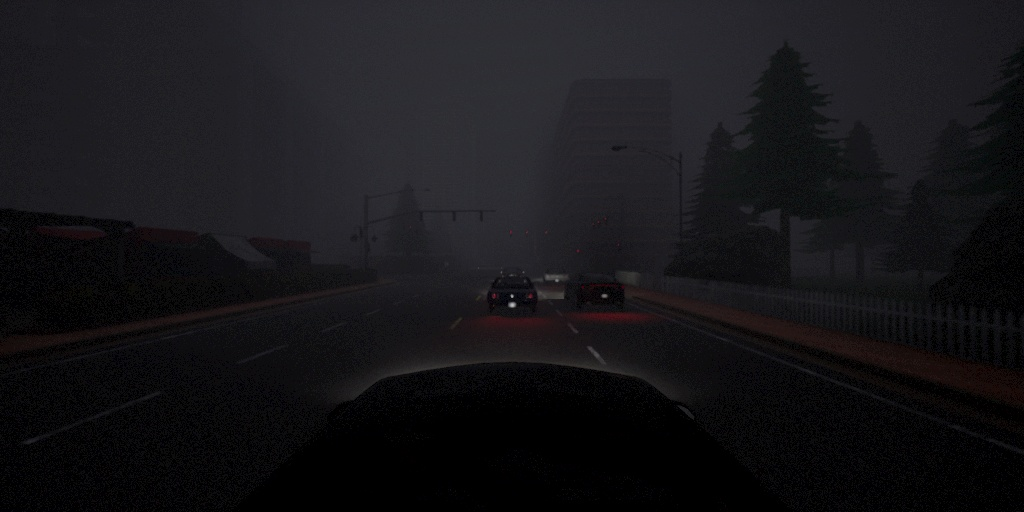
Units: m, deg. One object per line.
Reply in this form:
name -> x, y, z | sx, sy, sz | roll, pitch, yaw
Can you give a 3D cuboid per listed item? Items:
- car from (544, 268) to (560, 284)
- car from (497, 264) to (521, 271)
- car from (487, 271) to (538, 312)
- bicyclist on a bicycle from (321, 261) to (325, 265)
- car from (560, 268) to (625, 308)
car -> 3.633, 1.650, 30.073 | 1.895, 1.301, 4.718 | 0, -1, 3
car -> 0.030, 1.589, 29.364 | 2.033, 1.411, 5.357 | 0, -1, 0
car -> 0.030, 1.492, 15.091 | 1.895, 1.301, 4.718 | 0, -1, 0
bicyclist on a bicycle -> -27.848, 1.535, 52.831 | 0.582, 1.620, 1.656 | 0, 0, 0
car -> 3.539, 1.379, 16.085 | 1.882, 1.535, 5.008 | 0, 0, 1
